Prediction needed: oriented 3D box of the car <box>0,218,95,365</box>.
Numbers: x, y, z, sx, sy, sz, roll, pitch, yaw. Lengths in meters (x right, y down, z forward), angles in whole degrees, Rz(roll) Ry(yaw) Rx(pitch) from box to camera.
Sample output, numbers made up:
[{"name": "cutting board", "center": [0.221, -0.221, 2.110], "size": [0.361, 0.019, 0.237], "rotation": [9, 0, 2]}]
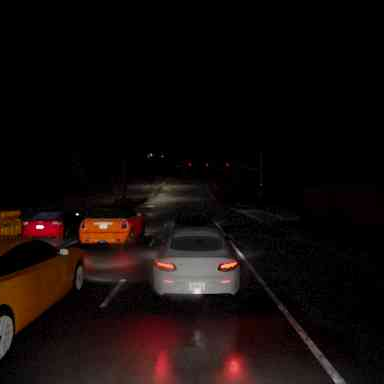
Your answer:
[{"name": "car", "center": [-3.403, 1.478, 5.749], "size": [1.882, 1.535, 5.008], "rotation": [0, 0, 0]}]

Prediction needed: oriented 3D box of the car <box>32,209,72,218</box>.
[{"name": "car", "center": [-6.906, 1.564, 17.118], "size": [1.994, 1.385, 4.181], "rotation": [0, 0, 0]}]

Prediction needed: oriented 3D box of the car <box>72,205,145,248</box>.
[{"name": "car", "center": [-3.406, 1.352, 14.922], "size": [2.097, 1.767, 4.553], "rotation": [0, 0, 0]}]

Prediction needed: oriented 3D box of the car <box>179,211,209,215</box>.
[{"name": "car", "center": [0.094, 1.601, 17.162], "size": [1.895, 1.301, 4.718], "rotation": [0, 0, 0]}]

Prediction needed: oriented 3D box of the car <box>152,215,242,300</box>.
[{"name": "car", "center": [0.094, 1.526, 8.273], "size": [1.812, 1.442, 4.674], "rotation": [0, 0, 0]}]
